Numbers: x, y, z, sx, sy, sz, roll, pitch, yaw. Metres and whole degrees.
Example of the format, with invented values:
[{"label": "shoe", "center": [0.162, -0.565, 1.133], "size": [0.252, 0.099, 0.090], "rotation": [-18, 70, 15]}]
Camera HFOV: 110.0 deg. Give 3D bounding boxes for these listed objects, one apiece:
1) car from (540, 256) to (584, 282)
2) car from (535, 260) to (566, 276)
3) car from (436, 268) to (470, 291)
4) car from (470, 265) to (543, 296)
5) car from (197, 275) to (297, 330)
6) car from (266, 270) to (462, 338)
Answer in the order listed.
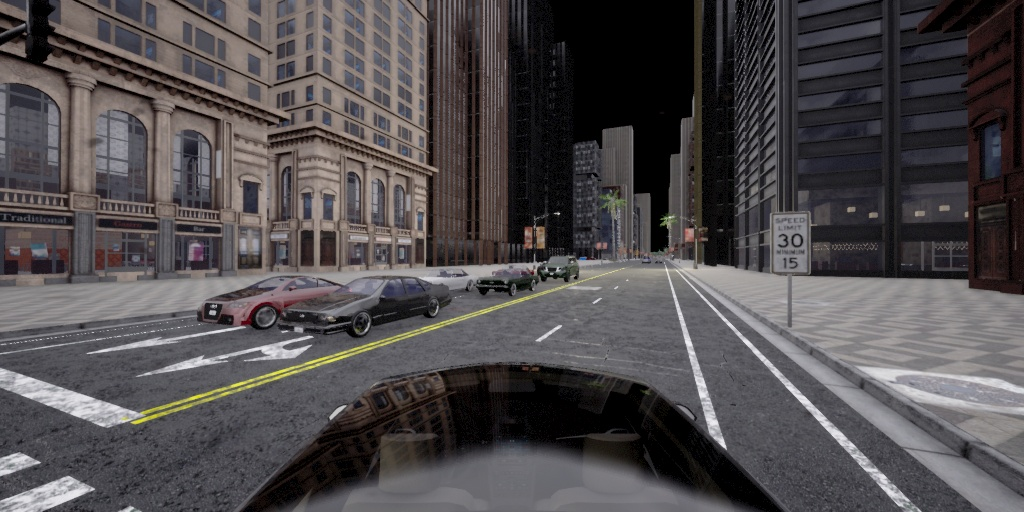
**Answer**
[{"label": "car", "center": [4.022, 0.987, 29.352], "size": [2.150, 2.045, 5.566], "rotation": [0, 0, 23]}, {"label": "car", "center": [4.143, 1.251, 37.930], "size": [1.882, 1.535, 5.008], "rotation": [0, 0, 23]}, {"label": "car", "center": [-3.715, 1.357, 19.357], "size": [1.895, 1.301, 4.718], "rotation": [0, 0, 23]}, {"label": "car", "center": [-0.130, 1.358, 19.494], "size": [1.895, 1.301, 4.718], "rotation": [0, 0, 23]}, {"label": "car", "center": [-7.108, 1.316, 11.279], "size": [1.994, 1.385, 4.181], "rotation": [0, 0, 23]}, {"label": "car", "center": [-3.849, 1.299, 10.655], "size": [2.033, 1.411, 5.357], "rotation": [0, 0, 23]}]
